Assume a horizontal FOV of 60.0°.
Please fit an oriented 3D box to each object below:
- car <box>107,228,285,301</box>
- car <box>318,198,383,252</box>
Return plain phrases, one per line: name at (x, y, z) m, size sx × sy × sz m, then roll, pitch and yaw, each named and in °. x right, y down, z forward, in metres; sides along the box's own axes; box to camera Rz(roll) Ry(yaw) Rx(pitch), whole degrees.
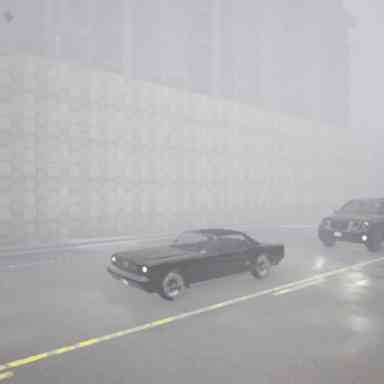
car at (0.275, 1.670, 8.701) m, size 4.718 × 1.301 × 1.895 m, roll 0°, pitch -1°, yaw -38°
car at (7.835, 1.284, 14.638) m, size 5.566 × 2.045 × 2.150 m, roll 0°, pitch -1°, yaw -38°
